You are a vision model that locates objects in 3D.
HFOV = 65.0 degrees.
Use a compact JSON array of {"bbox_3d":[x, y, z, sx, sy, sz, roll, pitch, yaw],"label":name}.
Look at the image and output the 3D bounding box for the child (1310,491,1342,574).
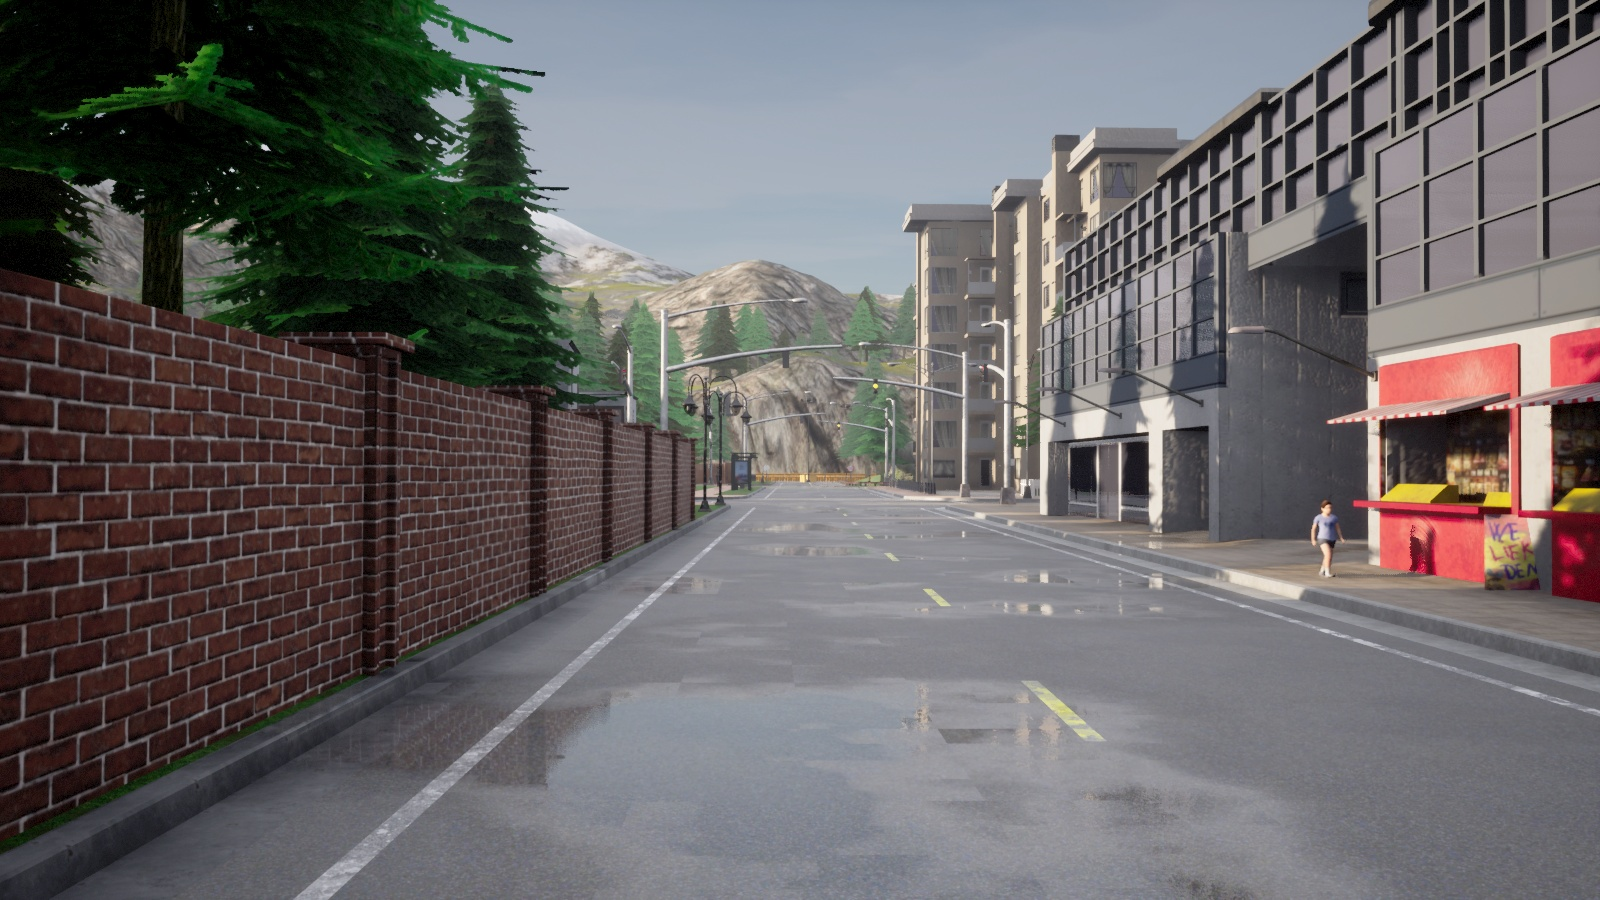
[{"bbox_3d":[7.163,1.113,17.103,0.255,1.110,0.394,0,-1,-3],"label":"child"}]
